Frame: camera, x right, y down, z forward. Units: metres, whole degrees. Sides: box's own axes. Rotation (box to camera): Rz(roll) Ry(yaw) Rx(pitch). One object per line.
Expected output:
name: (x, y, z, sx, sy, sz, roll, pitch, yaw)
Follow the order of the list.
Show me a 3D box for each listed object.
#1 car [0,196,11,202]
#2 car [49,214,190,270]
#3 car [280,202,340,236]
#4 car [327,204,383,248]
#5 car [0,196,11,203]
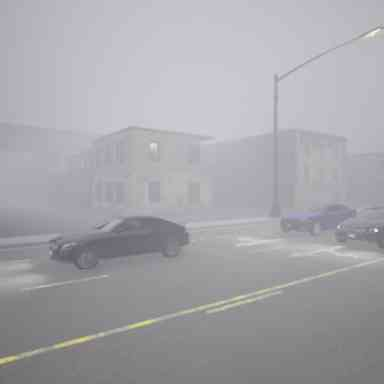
car: (-41.665, 1.466, 72.732, 1.853, 1.218, 4.536, 0, 0, -5)
car: (-2.213, 1.472, 11.015, 4.674, 1.442, 1.812, -1, 0, -36)
car: (6.680, 1.289, 17.364, 5.008, 1.535, 1.882, -1, 1, -36)
car: (7.929, 1.353, 13.884, 4.674, 1.442, 1.812, -1, 0, -35)
car: (-41.660, 1.623, 72.680, 2.038, 1.542, 4.974, 0, 0, -5)
